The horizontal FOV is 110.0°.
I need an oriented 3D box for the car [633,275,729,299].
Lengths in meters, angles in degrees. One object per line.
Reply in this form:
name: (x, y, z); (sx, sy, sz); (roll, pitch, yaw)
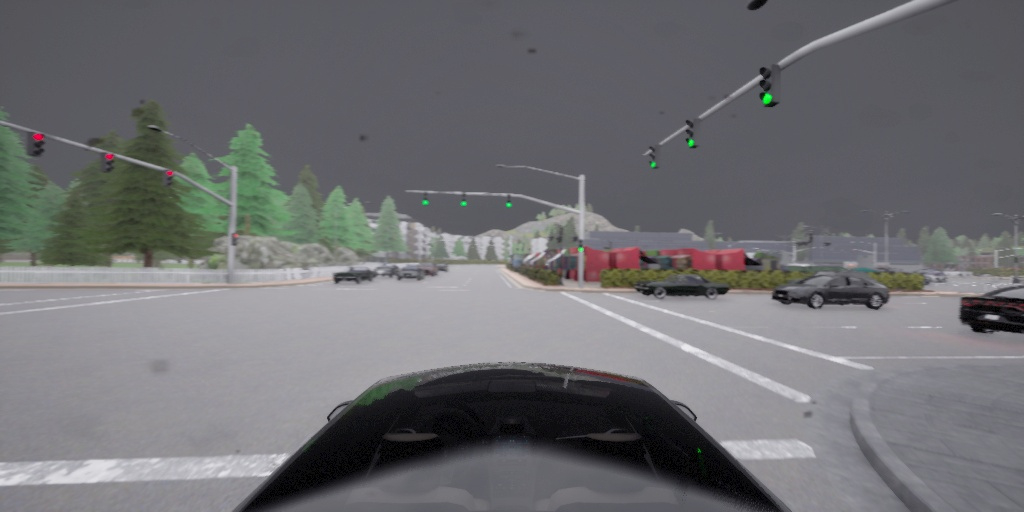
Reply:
car: (9.368, 1.694, 20.105); (4.718, 1.301, 1.895); (1, -1, -4)

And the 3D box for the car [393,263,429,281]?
car: (-9.441, 1.589, 33.939); (1.994, 1.385, 4.181); (1, -1, -4)

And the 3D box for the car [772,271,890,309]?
car: (15.014, 1.649, 17.017); (4.892, 1.490, 1.837); (1, -1, -4)

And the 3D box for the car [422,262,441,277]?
car: (-10.016, 1.481, 42.381); (2.097, 1.767, 4.553); (1, -1, -4)

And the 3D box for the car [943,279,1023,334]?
car: (15.457, 1.559, 9.906); (5.008, 1.535, 1.882); (1, -1, -4)

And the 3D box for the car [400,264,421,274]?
car: (-14.028, 1.762, 49.737); (1.895, 1.301, 4.718); (1, -1, -4)

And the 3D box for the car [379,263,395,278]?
car: (-13.242, 1.511, 38.168); (2.128, 1.511, 4.902); (1, -1, -4)

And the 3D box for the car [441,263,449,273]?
car: (-10.925, 1.843, 56.000); (2.033, 1.411, 5.357); (1, -1, -3)

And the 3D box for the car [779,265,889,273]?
car: (18.452, 1.605, 20.787); (4.553, 1.767, 2.097); (1, -1, -4)

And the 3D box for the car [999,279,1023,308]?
car: (28.322, 1.922, 18.023); (5.357, 1.411, 2.033); (1, -1, -4)

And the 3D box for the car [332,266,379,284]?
car: (-12.606, 1.507, 28.868); (1.895, 1.301, 4.718); (1, -1, -4)
